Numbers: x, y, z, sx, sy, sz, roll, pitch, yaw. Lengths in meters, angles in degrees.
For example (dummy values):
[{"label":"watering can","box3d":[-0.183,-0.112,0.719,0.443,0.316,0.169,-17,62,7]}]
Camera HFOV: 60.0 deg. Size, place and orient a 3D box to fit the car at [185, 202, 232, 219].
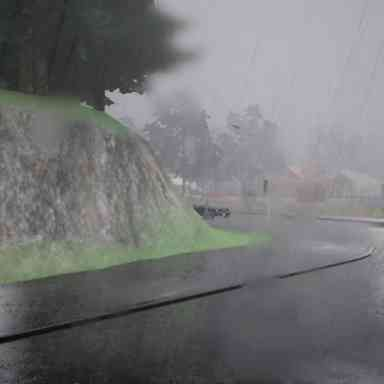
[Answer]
[{"label":"car","box3d":[1.410,1.605,29.750,1.895,1.301,4.718,0,0,-35]}]
